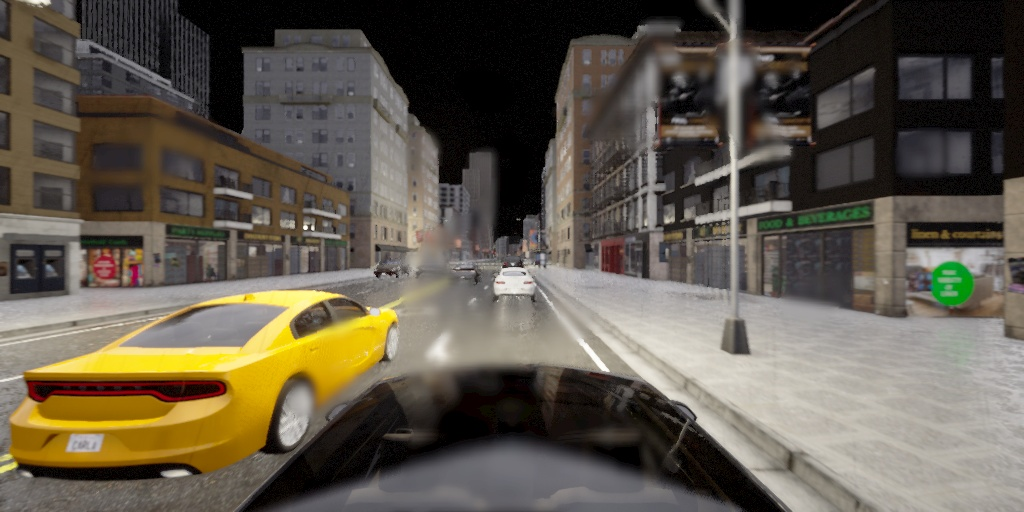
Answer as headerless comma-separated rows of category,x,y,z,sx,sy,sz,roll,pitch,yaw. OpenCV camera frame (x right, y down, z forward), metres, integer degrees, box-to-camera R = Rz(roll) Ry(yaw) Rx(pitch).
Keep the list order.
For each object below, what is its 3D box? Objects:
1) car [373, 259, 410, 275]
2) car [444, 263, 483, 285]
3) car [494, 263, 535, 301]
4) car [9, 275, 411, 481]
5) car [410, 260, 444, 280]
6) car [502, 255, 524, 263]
car,-9.746,0.978,29.871,2.033,1.411,5.357,0,0,0
car,-3.147,1.216,25.545,2.128,1.511,4.902,0,0,0
car,0.102,1.259,17.144,1.812,1.442,4.674,0,0,0
car,-3.150,1.224,5.120,1.882,1.535,5.008,0,0,0
car,-6.495,1.066,29.871,2.033,1.411,5.357,0,0,0
car,0.106,0.934,37.413,2.150,2.045,5.566,0,0,0
